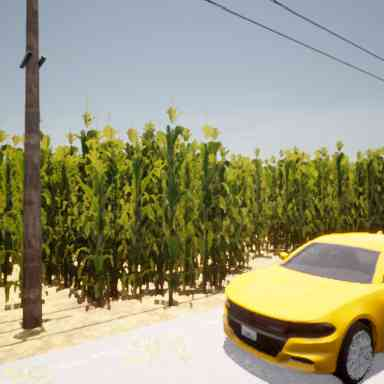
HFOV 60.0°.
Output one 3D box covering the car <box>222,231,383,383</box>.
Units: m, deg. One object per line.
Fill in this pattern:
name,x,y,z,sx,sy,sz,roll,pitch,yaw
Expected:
car,2.740,1.476,5.567,5.008,1.535,1.882,0,0,-35
